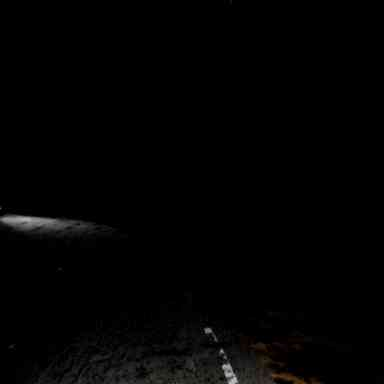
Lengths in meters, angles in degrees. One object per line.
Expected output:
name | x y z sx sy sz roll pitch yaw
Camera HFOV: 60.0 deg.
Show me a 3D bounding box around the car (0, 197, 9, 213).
car | -15.895 0.734 25.172 4.902 1.511 2.128 5 4 31
